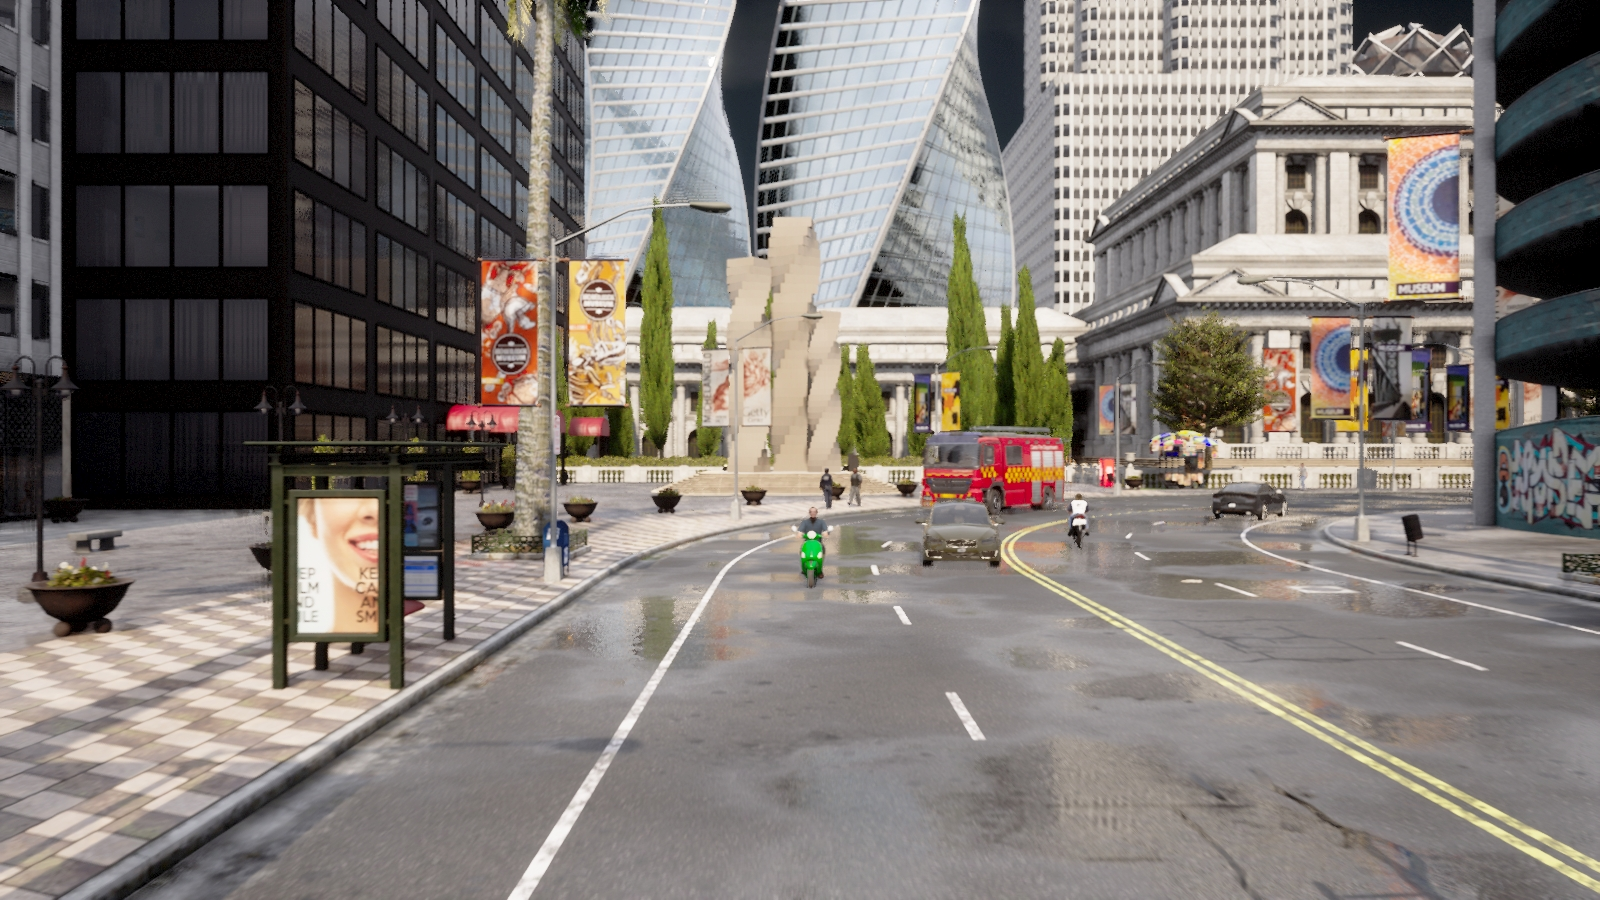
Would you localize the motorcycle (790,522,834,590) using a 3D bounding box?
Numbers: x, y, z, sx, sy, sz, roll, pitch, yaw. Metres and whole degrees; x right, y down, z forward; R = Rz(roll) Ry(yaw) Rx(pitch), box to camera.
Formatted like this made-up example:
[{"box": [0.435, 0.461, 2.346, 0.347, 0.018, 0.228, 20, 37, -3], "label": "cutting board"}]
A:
[{"box": [0.267, 2.182, 23.793, 0.856, 1.236, 1.805, 0, 0, 3], "label": "motorcycle"}]

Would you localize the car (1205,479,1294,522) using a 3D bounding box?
[{"box": [18.542, 2.034, 46.996, 2.097, 1.535, 5.006, 0, 0, 37], "label": "car"}]

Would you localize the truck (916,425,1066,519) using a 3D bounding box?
[{"box": [8.654, 0.890, 50.798, 2.891, 3.827, 8.468, 0, 0, 38], "label": "truck"}]

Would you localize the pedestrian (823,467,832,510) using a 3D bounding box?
[{"box": [1.206, 1.698, 50.564, 0.375, 1.860, 0.375, 0, 0, 3], "label": "pedestrian"}]

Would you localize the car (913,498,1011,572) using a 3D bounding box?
[{"box": [4.019, 2.061, 28.794, 2.231, 1.480, 4.892, 0, 0, 7], "label": "car"}]

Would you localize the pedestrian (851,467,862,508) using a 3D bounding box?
[{"box": [2.604, 1.697, 52.453, 0.375, 1.860, 0.375, 0, 0, 32], "label": "pedestrian"}]
